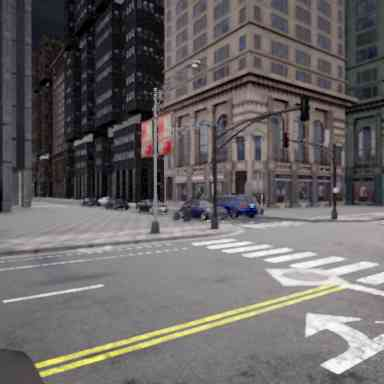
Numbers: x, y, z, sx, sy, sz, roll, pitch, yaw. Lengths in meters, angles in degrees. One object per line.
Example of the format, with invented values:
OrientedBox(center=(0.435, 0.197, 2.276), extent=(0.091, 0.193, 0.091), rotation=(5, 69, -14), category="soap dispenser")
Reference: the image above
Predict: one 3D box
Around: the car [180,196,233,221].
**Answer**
OrientedBox(center=(0.939, 1.408, 27.718), extent=(2.097, 1.767, 4.553), rotation=(0, 0, -35), category="car")

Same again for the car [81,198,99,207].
OrientedBox(center=(-15.903, 1.633, 52.122), extent=(2.033, 1.411, 5.357), rotation=(0, 0, -34), category="car")

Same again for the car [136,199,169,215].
OrientedBox(center=(-4.264, 1.555, 35.235), extent=(2.128, 1.511, 4.902), rotation=(0, 0, -35), category="car")

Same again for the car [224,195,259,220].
OrientedBox(center=(3.461, 1.275, 29.499), extent=(2.150, 2.045, 5.566), rotation=(0, 0, -33), category="car")

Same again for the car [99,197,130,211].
OrientedBox(center=(-9.877, 1.621, 43.355), extent=(2.033, 1.411, 5.357), rotation=(0, 0, -34), category="car")

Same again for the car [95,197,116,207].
OrientedBox(center=(-14.509, 1.612, 55.661), extent=(1.812, 1.442, 4.674), rotation=(0, 0, -34), category="car")

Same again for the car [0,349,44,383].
OrientedBox(center=(-3.276, 1.542, 1.141), extent=(5.357, 1.411, 2.033), rotation=(0, 0, -35), category="car")
